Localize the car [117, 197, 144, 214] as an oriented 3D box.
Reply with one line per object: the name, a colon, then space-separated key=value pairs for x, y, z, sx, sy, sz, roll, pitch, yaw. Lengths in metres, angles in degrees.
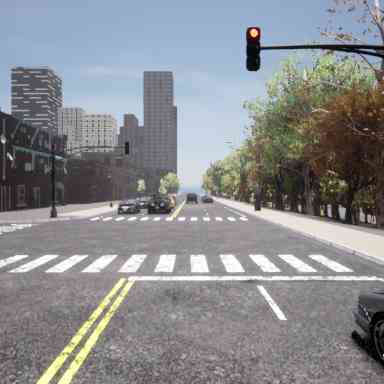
car: x=-6.661 y=1.480 z=35.573 sx=2.128 sy=1.511 sz=4.902 roll=0 pitch=0 yaw=0

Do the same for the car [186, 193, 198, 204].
car: x=-0.027 y=1.193 z=65.390 sx=2.150 sy=2.045 sz=5.566 roll=0 pitch=0 yaw=0

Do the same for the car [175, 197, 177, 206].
car: x=-3.425 y=1.461 z=45.898 sx=1.882 sy=1.535 sz=5.008 roll=0 pitch=0 yaw=0

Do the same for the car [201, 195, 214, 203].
car: x=3.223 y=1.538 z=65.880 sx=1.994 sy=1.385 sz=4.181 roll=0 pitch=0 yaw=0

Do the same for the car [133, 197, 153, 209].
car: x=-6.675 y=1.475 z=45.974 sx=2.128 sy=1.511 sz=4.902 roll=0 pitch=0 yaw=0

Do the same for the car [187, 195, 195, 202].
car: x=-0.150 y=1.492 z=75.814 sx=1.812 sy=1.442 sz=4.674 roll=0 pitch=0 yaw=0

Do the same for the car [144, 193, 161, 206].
car: x=-6.694 y=1.200 z=56.663 sx=2.150 sy=2.045 sz=5.566 roll=0 pitch=0 yaw=1

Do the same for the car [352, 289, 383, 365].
car: x=3.345 y=1.547 z=2.563 sx=2.033 sy=1.411 sz=5.357 roll=0 pitch=0 yaw=0

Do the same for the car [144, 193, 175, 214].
car: x=-3.421 y=1.210 z=35.900 sx=2.150 sy=2.045 sz=5.566 roll=0 pitch=0 yaw=1

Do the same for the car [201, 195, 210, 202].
car: x=3.103 y=1.446 z=75.908 sx=1.882 sy=1.535 sz=5.008 roll=0 pitch=0 yaw=0
